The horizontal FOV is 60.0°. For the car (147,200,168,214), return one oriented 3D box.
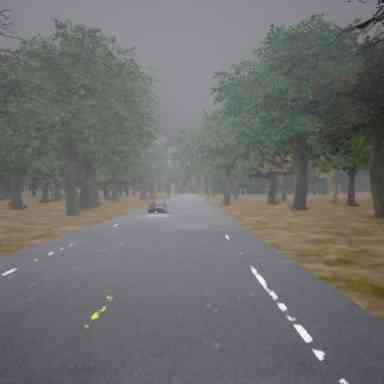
[{"bbox_3d":[-3.575,1.569,35.639,2.033,1.411,5.357,-1,0,0],"label":"car"}]
